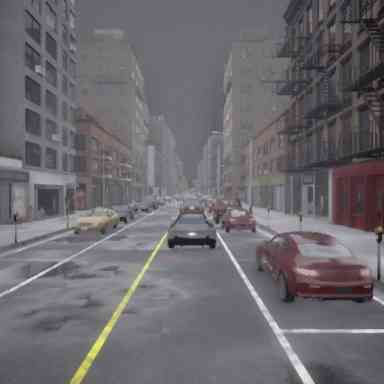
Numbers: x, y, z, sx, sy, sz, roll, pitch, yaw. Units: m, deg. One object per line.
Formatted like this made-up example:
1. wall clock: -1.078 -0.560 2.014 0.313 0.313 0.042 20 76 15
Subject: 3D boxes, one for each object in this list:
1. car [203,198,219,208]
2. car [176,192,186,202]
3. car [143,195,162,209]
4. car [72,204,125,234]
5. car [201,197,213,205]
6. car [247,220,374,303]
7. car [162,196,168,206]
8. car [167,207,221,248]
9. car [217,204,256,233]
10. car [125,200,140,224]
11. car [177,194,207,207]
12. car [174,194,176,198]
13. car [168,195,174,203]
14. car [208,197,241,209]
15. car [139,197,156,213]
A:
1. car: 2.638 1.526 47.672 2.008 1.369 4.403 0 0 0
2. car: -2.750 1.442 76.743 1.837 1.490 4.892 0 0 0
3. car: -5.387 1.294 41.987 2.192 1.841 5.009 0 0 0
4. car: -5.388 1.519 19.090 1.752 1.417 4.829 0 0 0
5. car: 2.638 1.533 59.035 1.947 1.339 4.313 0 0 0
6. car: 2.637 1.579 7.903 1.802 1.307 4.206 0 0 0
7. car: -5.387 1.411 53.351 1.967 1.590 4.097 0 0 0
8. car: 0.000 1.569 14.650 1.994 1.385 4.181 0 0 0
9. car: 2.638 1.576 19.266 1.802 1.307 4.206 0 0 0
10. car: -5.387 1.556 24.942 1.947 1.339 4.313 0 0 0
11. car: 0.000 1.354 29.619 2.097 1.767 4.553 0 0 0
12. car: -5.387 1.505 76.078 2.008 1.369 4.403 0 0 0
13. car: -5.387 1.540 70.396 1.802 1.307 4.206 0 0 0
14. car: 2.638 1.305 24.948 2.192 1.841 5.009 0 0 0
15. car: -5.387 1.548 36.305 1.947 1.339 4.313 0 0 0
